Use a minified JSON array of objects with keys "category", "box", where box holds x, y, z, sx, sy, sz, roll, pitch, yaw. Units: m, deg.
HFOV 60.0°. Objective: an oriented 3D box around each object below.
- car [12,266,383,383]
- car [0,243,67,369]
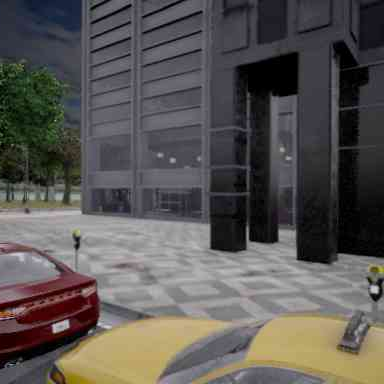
[{"category":"car","box":[0.854,1.522,2.354,4.829,1.417,1.752,0,0,35]},{"category":"car","box":[-3.435,1.514,5.412,4.507,1.381,1.887,0,0,35]}]
